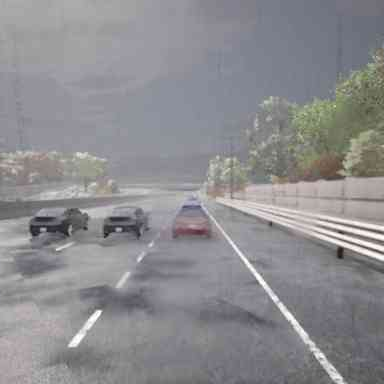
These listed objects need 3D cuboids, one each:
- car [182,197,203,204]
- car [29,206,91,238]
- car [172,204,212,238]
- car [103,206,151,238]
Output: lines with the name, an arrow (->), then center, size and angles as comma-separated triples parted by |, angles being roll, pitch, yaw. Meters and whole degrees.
car -> 0.005, 1.503, 31.997 | 1.882, 1.535, 5.008 | 0, 0, 0
car -> -6.896, 1.510, 17.841 | 1.837, 1.490, 4.892 | 0, 0, 0
car -> 0.003, 1.570, 17.670 | 1.994, 1.385, 4.181 | 0, 0, 0
car -> -3.397, 1.510, 17.839 | 1.837, 1.490, 4.892 | 0, 0, 0
